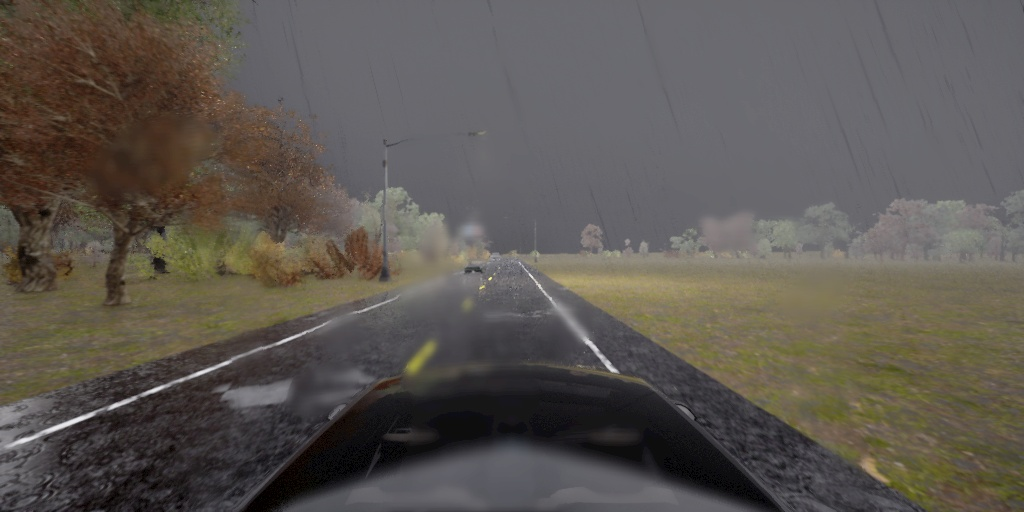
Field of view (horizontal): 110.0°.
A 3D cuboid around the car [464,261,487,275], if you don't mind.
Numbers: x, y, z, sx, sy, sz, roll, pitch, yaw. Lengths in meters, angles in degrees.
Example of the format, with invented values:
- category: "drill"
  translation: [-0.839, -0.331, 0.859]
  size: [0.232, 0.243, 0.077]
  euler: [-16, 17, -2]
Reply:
- category: "car"
  translation: [-3.606, 1.160, 35.684]
  size: [1.895, 1.301, 4.718]
  euler: [0, 0, 0]
